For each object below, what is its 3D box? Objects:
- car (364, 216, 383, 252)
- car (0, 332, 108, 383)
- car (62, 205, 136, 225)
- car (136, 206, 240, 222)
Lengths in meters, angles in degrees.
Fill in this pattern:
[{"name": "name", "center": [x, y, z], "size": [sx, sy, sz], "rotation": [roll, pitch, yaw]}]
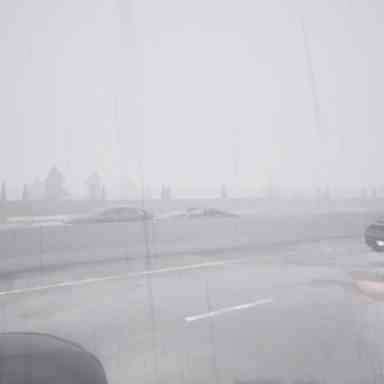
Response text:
[{"name": "car", "center": [8.570, 1.487, 12.320], "size": [4.892, 1.490, 1.837], "rotation": [0, 0, -26]}, {"name": "car", "center": [-2.742, 1.521, 1.672], "size": [4.674, 1.442, 1.812], "rotation": [0, 0, -35]}, {"name": "car", "center": [-4.266, 1.474, 17.545], "size": [4.892, 1.490, 1.837], "rotation": [0, 0, -30]}, {"name": "car", "center": [0.124, 1.464, 16.042], "size": [4.902, 1.511, 2.128], "rotation": [0, 0, -29]}]
